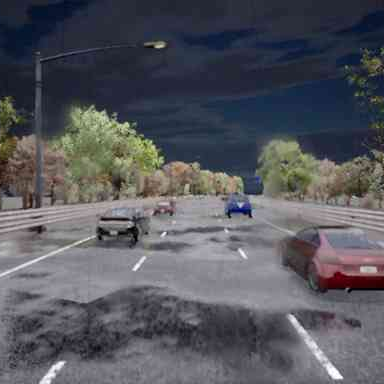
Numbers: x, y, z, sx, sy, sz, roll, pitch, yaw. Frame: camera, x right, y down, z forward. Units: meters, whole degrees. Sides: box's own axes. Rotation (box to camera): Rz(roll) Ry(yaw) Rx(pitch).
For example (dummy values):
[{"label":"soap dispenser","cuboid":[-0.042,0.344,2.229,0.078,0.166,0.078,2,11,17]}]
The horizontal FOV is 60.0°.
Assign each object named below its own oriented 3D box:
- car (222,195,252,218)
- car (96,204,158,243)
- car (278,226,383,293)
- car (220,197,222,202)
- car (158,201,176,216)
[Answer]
[{"label":"car","cuboid":[4.291,1.285,31.316,2.150,2.045,5.566,0,0,2]},{"label":"car","cuboid":[-3.186,1.507,16.179,2.128,1.511,4.902,1,-1,1]},{"label":"car","cuboid":[3.684,1.581,8.900,1.994,1.385,4.181,0,0,1]},{"label":"car","cuboid":[8.550,1.749,87.315,1.837,1.490,4.892,0,0,7]},{"label":"car","cuboid":[-2.634,1.589,33.106,1.812,1.442,4.674,0,0,3]}]
